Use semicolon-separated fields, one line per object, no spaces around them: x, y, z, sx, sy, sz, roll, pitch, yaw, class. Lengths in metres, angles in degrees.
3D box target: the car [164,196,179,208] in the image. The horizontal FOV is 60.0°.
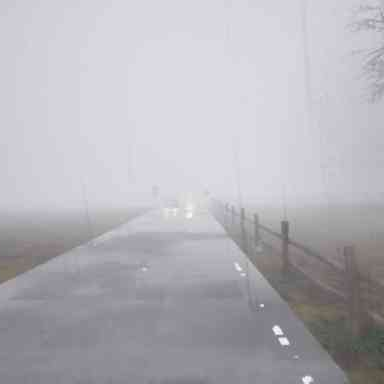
-2.742;1.366;45.396;2.128;1.511;4.902;0;0;0;car
